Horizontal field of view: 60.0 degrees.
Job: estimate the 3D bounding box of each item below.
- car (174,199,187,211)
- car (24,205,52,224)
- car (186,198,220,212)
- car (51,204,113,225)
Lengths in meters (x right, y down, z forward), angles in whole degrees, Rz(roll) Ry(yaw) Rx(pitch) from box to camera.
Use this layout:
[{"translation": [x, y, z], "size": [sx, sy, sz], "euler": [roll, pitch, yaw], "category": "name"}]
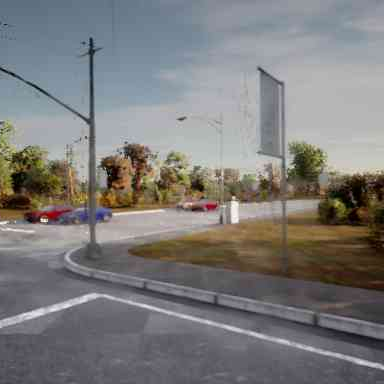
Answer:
[{"translation": [-0.482, 1.662, 45.713], "size": [2.097, 1.767, 4.553], "euler": [-1, 0, 32], "category": "car"}, {"translation": [-11.596, 1.773, 28.129], "size": [1.882, 1.535, 5.008], "euler": [-1, 0, 32], "category": "car"}, {"translation": [1.762, 1.746, 42.716], "size": [1.882, 1.535, 5.008], "euler": [-1, 0, 32], "category": "car"}, {"translation": [-8.422, 1.782, 26.599], "size": [1.812, 1.442, 4.674], "euler": [-1, 0, 32], "category": "car"}]
